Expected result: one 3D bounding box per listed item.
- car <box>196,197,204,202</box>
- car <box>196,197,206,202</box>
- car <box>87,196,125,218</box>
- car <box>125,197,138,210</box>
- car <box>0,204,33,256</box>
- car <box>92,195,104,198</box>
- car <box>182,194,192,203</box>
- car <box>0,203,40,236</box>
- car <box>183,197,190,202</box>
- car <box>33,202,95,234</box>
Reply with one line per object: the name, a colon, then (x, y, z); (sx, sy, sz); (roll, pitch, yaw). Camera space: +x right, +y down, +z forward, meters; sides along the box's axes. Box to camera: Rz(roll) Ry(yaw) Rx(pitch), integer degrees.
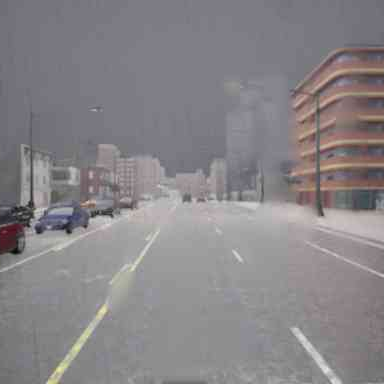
car: (2.146, 2.102, 89.285); (1.895, 1.301, 4.718); (0, -2, -1)
car: (2.281, 1.842, 80.461); (1.812, 1.442, 4.674); (0, -2, -1)
car: (-7.524, 1.428, 29.514); (1.837, 1.490, 4.892); (0, 0, -1)
car: (-7.649, 1.318, 39.550); (1.882, 1.535, 5.008); (0, 1, 0)
car: (-7.243, 1.395, 10.542); (2.097, 1.767, 4.553); (0, 0, -1)
car: (-11.151, 1.201, 39.679); (2.097, 1.767, 4.553); (0, 0, 0)
car: (-1.208, 1.519, 79.653); (2.150, 2.045, 5.566); (0, -2, -1)
car: (-10.877, 1.520, 19.378); (1.837, 1.490, 4.892); (0, 0, -1)
car: (-1.353, 2.038, 89.203); (1.812, 1.442, 4.674); (0, -2, -1)
car: (-7.376, 1.530, 19.417); (1.812, 1.442, 4.674); (0, 0, -1)
